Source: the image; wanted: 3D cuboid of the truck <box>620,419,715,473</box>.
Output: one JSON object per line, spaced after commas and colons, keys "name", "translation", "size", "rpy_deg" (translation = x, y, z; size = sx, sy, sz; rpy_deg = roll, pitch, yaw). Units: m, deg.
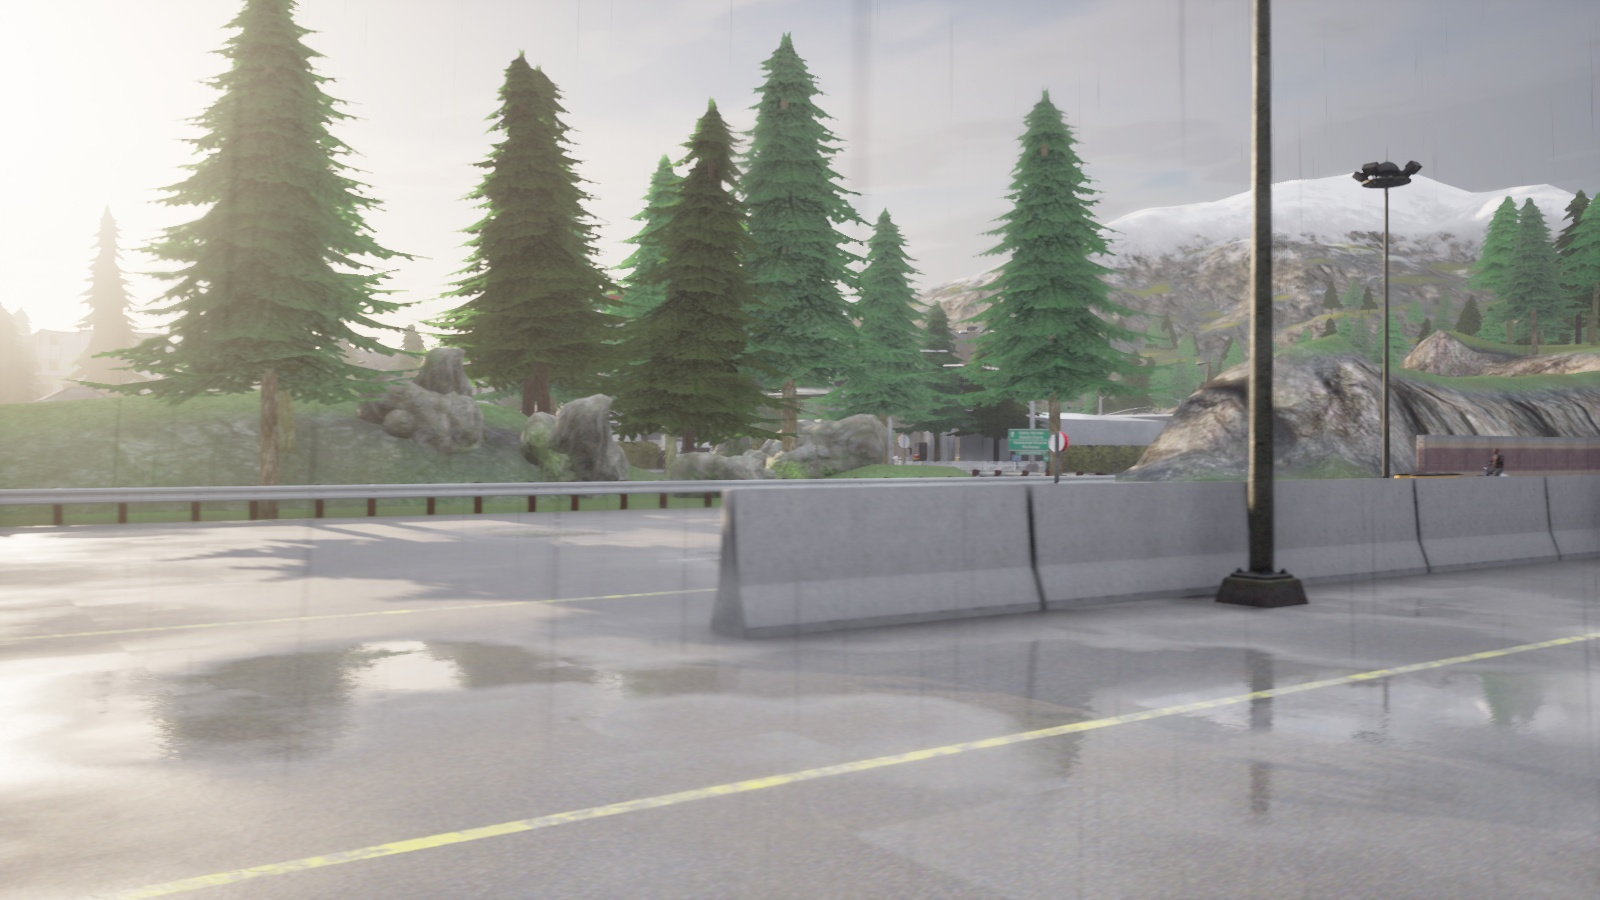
{"name": "truck", "translation": [-8.995, -0.189, 84.653], "size": [2.891, 3.462, 7.936], "rpy_deg": [0, -1, -35]}
